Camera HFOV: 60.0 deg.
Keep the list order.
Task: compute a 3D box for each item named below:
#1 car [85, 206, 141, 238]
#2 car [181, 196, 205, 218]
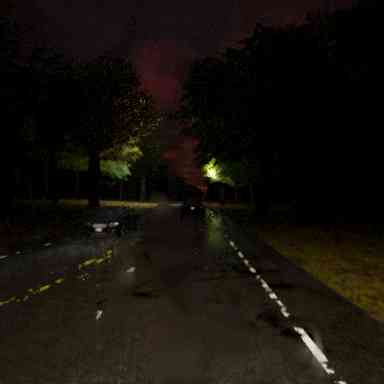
[{"bbox_3d":[-4.111,1.508,18.002,2.128,1.511,4.902,0,0,6],"label":"car"},{"bbox_3d":[0.063,1.398,30.662,2.097,1.767,4.553,0,0,0],"label":"car"}]
